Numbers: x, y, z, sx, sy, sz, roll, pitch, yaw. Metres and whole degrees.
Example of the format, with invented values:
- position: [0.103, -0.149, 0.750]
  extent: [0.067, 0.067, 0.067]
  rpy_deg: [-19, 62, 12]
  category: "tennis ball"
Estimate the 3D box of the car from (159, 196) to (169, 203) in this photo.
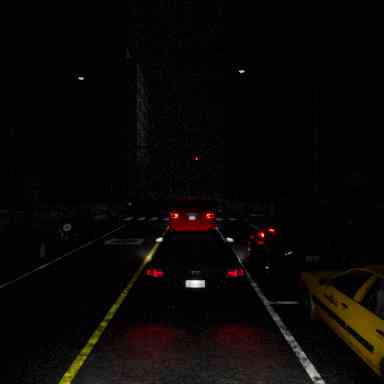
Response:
- position: [-5.721, 1.601, 68.860]
  extent: [1.802, 1.307, 4.206]
  rpy_deg: [0, 0, 0]
  category: "car"

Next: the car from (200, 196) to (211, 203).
- position: [2.804, 1.570, 68.854]
  extent: [2.008, 1.369, 4.403]
  rpy_deg: [0, 0, 0]
  category: "car"

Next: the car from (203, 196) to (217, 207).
- position: [2.794, 1.451, 52.542]
  extent: [1.967, 1.590, 4.097]
  rpy_deg: [0, 0, 0]
  category: "car"

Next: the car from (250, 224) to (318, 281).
- position: [2.767, 1.566, 9.659]
  extent: [1.947, 1.339, 4.313]
  rpy_deg: [0, 0, 0]
  category: "car"

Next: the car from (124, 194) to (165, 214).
- position: [-4.669, 1.291, 34.684]
  extent: [4.553, 1.767, 2.097]
  rpy_deg: [1, 0, -28]
  category: "car"

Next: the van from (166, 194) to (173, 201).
- position: [-5.712, 1.371, 85.173]
  extent: [1.690, 1.788, 3.998]
  rpy_deg: [0, 0, 0]
  category: "van"

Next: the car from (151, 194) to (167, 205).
- position: [-5.728, 1.329, 57.985]
  extent: [2.192, 1.841, 5.009]
  rpy_deg: [0, 0, 0]
  category: "car"

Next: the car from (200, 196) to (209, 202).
- position: [2.807, 1.568, 74.292]
  extent: [1.887, 1.381, 4.507]
  rpy_deg: [0, 0, 0]
  category: "car"

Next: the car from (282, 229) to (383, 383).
- position: [2.764, 1.525, 4.373]
  extent: [1.752, 1.417, 4.829]
  rpy_deg: [0, 0, 0]
  category: "car"

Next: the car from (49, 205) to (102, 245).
- position: [-5.755, 1.441, 15.120]
  extent: [1.967, 1.590, 4.097]
  rpy_deg: [0, 0, 0]
  category: "car"

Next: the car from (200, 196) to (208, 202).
- position: [2.810, 1.571, 79.730]
  extent: [1.887, 1.381, 4.507]
  rpy_deg: [0, 0, 0]
  category: "car"

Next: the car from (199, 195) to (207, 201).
- position: [2.814, 1.556, 85.337]
  extent: [1.752, 1.417, 4.829]
  rpy_deg: [0, 0, 0]
  category: "car"

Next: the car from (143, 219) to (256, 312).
- position: [0.064, 1.564, 7.789]
  extent: [1.994, 1.385, 4.181]
  rpy_deg: [0, 0, 0]
  category: "car"

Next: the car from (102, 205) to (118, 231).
- position: [-5.751, 1.527, 20.407]
  extent: [1.752, 1.417, 4.829]
  rpy_deg: [0, 0, 0]
  category: "car"

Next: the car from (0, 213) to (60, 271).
- position: [-5.758, 1.545, 9.663]
  extent: [1.887, 1.381, 4.507]
  rpy_deg: [0, 0, 0]
  category: "car"

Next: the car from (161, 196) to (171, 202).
- position: [-5.718, 1.548, 74.127]
  extent: [1.752, 1.417, 4.829]
  rpy_deg: [0, 0, 0]
  category: "car"

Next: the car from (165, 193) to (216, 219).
- position: [0.014, 1.222, 17.209]
  extent: [2.150, 2.045, 5.566]
  rpy_deg: [0, 0, 0]
  category: "car"

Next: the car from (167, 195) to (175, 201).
- position: [-5.708, 1.585, 90.610]
  extent: [2.008, 1.369, 4.403]
  rpy_deg: [0, 0, 0]
  category: "car"
